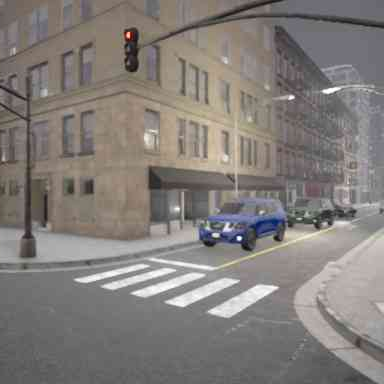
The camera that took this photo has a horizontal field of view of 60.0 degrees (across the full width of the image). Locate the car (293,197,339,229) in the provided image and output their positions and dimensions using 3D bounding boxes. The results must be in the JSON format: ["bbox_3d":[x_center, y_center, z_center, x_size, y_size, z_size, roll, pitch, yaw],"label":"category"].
[{"bbox_3d":[8.504,1.414,23.701,2.150,2.045,5.566,0,-1,35],"label":"car"}]

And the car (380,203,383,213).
[{"bbox_3d":[24.565,1.909,41.182,1.895,1.301,4.718,0,-1,35],"label":"car"}]

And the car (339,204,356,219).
[{"bbox_3d":[14.357,1.850,31.914,1.895,1.301,4.718,0,0,35],"label":"car"}]

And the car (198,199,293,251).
[{"bbox_3d":[2.520,1.353,15.284,2.150,2.045,5.566,0,-1,35],"label":"car"}]
